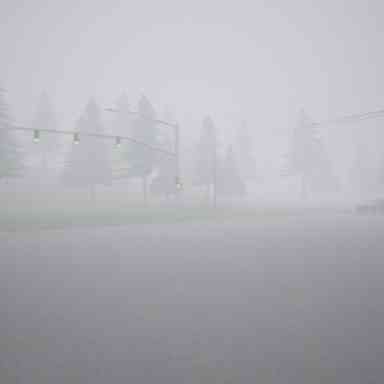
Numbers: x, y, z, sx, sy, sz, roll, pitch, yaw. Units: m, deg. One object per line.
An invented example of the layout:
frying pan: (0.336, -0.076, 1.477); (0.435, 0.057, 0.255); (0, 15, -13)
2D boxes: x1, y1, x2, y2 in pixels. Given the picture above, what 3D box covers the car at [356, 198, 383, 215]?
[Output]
car: (18.432, 1.404, 33.171); (5.008, 1.535, 1.882); (0, 0, -30)
